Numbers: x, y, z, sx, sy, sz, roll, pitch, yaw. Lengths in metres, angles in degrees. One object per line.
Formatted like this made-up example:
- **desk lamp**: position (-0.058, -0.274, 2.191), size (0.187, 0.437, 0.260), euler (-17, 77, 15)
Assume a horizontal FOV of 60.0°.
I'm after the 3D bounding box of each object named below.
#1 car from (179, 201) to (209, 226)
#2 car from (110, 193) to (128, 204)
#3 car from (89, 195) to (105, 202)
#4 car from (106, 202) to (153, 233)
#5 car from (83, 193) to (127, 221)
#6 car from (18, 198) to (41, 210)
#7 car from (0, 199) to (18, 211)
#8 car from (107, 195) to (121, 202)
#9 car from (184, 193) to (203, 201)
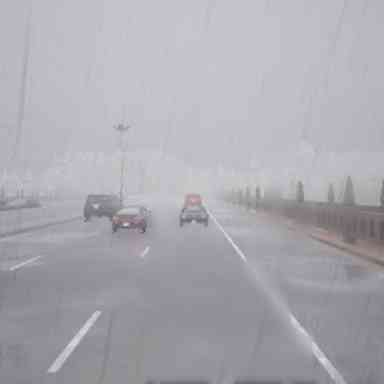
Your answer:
- **car**: position (0.120, 1.563, 23.017), size (1.895, 1.301, 4.718), euler (0, 0, 0)
- **car**: position (-13.951, 1.142, 63.843), size (2.150, 2.045, 5.566), euler (0, 0, 0)
- **car**: position (-20.934, 1.454, 73.533), size (2.128, 1.511, 4.902), euler (0, 0, 0)
- **car**: position (-3.383, 1.493, 19.385), size (1.812, 1.442, 4.674), euler (0, 0, 0)
- **car**: position (-6.877, 1.177, 26.489), size (2.150, 2.045, 5.566), euler (0, 0, 0)
- **car**: position (-17.560, 1.418, 34.507), size (1.882, 1.535, 5.008), euler (0, 0, 0)
- **car**: position (-14.077, 1.313, 22.250), size (2.097, 1.767, 4.553), euler (0, 0, 0)
- **car**: position (-17.433, 1.406, 74.739), size (1.882, 1.535, 5.008), euler (0, 0, 0)
- **car**: position (0.149, 1.157, 41.362), size (2.150, 2.045, 5.566), euler (0, 0, 0)
